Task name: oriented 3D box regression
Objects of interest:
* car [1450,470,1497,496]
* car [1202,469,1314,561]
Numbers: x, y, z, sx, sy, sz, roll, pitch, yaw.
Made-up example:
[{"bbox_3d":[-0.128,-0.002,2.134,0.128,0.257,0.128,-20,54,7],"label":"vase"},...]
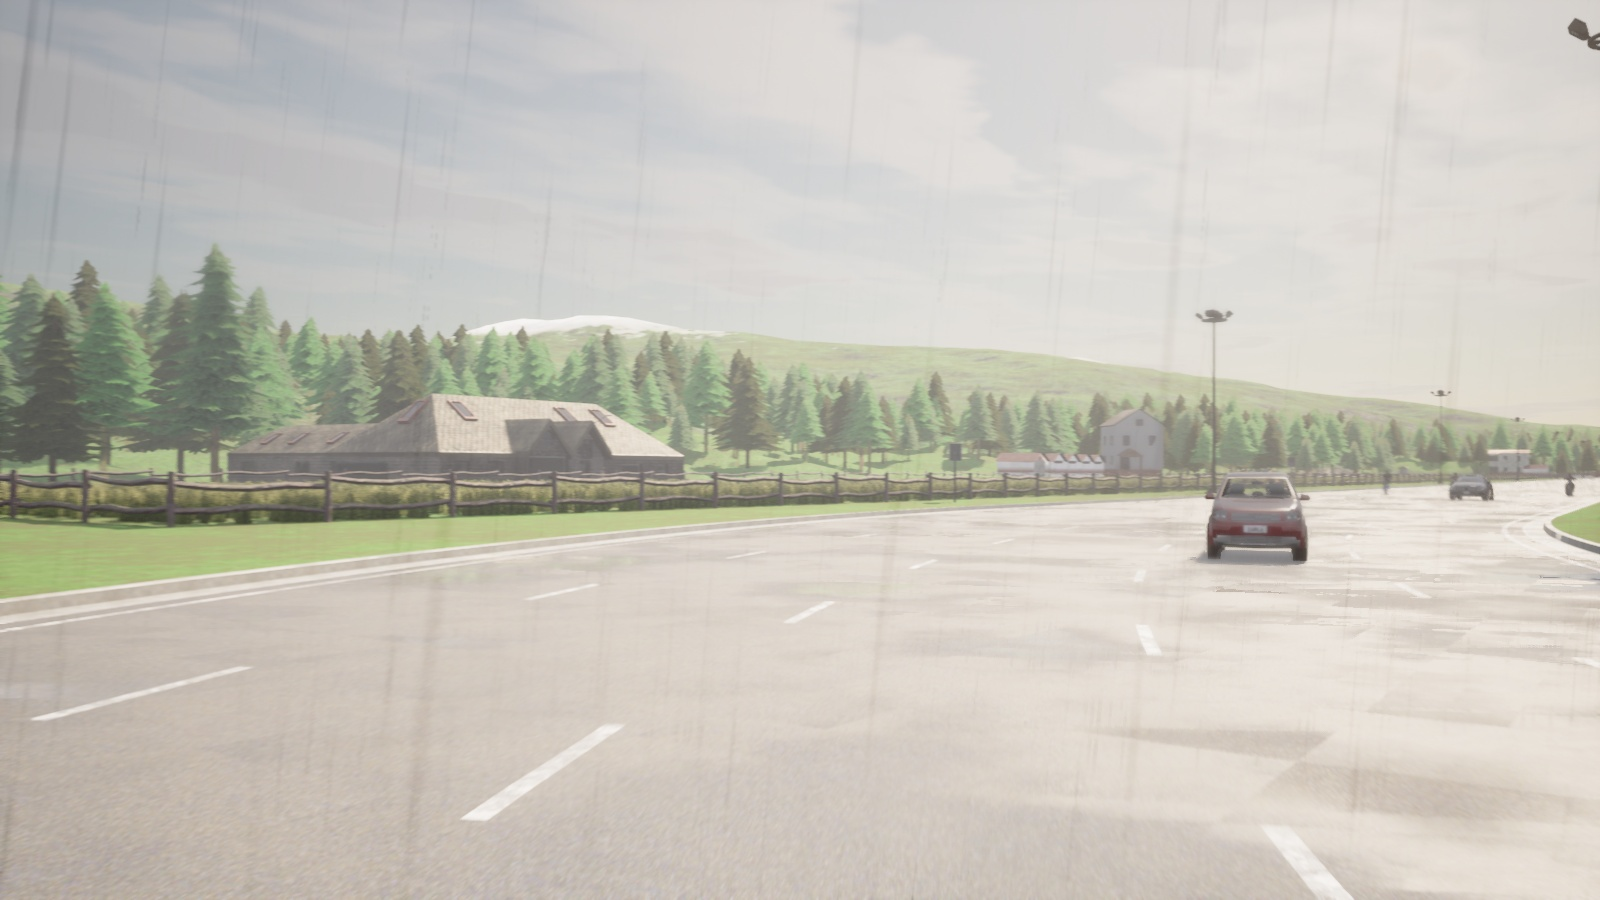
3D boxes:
[{"bbox_3d":[38.194,1.835,71.170,1.812,1.442,4.674,-1,-1,35],"label":"car"},{"bbox_3d":[8.459,1.125,23.168,1.789,1.549,3.705,-1,-1,21],"label":"car"}]
